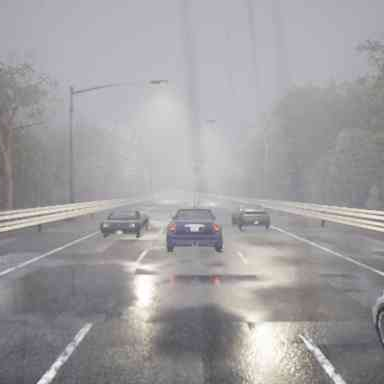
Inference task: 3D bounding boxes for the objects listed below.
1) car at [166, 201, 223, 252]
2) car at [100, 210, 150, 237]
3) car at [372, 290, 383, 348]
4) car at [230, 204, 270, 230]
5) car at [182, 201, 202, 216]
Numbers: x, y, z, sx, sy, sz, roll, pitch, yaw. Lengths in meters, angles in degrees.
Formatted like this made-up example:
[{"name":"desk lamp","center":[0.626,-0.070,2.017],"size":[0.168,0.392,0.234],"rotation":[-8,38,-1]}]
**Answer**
[{"name":"car","center":[0.090,1.354,14.114],"size":[2.097,1.767,4.553],"rotation":[0,0,0]},{"name":"car","center":[-3.421,1.601,17.859],"size":[1.895,1.301,4.718],"rotation":[0,0,0]},{"name":"car","center":[3.598,1.527,3.016],"size":[1.812,1.442,4.674],"rotation":[0,0,0]},{"name":"car","center":[3.565,1.489,20.914],"size":[2.128,1.511,4.902],"rotation":[0,0,0]},{"name":"car","center":[-0.028,1.584,33.887],"size":[1.895,1.301,4.718],"rotation":[0,0,-1]}]
